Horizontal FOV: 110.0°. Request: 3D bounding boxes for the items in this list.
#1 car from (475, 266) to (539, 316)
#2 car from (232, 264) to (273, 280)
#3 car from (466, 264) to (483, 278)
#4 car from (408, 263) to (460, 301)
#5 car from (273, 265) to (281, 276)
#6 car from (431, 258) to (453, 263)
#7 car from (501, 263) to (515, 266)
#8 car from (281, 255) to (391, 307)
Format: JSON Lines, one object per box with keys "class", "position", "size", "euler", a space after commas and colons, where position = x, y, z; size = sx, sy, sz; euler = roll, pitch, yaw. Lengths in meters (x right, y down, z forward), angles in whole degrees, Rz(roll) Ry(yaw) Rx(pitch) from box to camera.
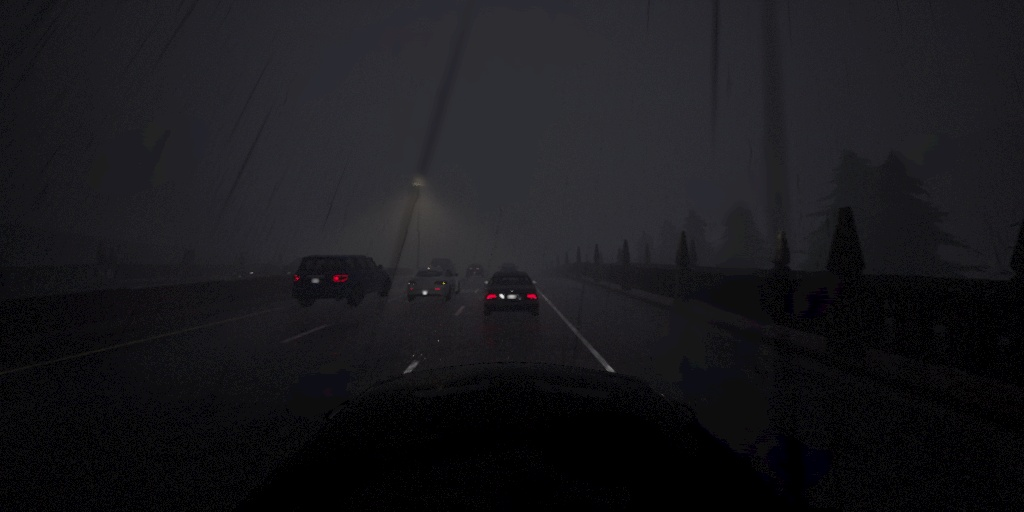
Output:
{"class": "car", "position": [-0.043, 1.269, 13.285], "size": [2.033, 1.411, 5.357], "euler": [0, 0, -1]}
{"class": "car", "position": [-21.404, 1.386, 30.533], "size": [1.812, 1.442, 4.674], "euler": [0, -2, 0]}
{"class": "car", "position": [-3.907, 1.633, 39.300], "size": [1.837, 1.490, 4.892], "euler": [0, -3, -1]}
{"class": "car", "position": [-3.595, 1.252, 16.963], "size": [1.812, 1.442, 4.674], "euler": [0, 0, -1]}
{"class": "car", "position": [-17.911, 1.100, 31.591], "size": [2.150, 2.045, 5.566], "euler": [0, -2, -1]}
{"class": "car", "position": [-7.399, 1.337, 38.738], "size": [2.150, 2.045, 5.566], "euler": [0, -3, -1]}
{"class": "car", "position": [-0.349, 1.404, 34.237], "size": [1.812, 1.442, 4.674], "euler": [0, -2, -1]}
{"class": "car", "position": [-7.078, 0.967, 15.526], "size": [2.150, 2.045, 5.566], "euler": [0, 0, -1]}
